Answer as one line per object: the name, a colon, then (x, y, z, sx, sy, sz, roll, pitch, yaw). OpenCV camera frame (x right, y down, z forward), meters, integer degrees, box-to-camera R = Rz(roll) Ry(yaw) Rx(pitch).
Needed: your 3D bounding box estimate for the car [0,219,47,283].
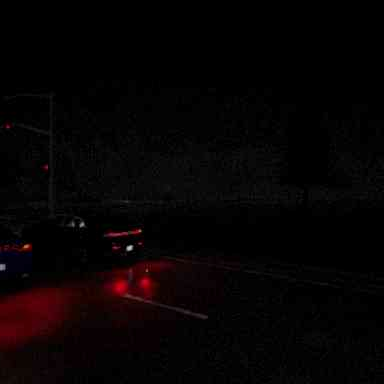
car: (-5.894, 1.348, 8.183, 5.008, 1.535, 1.882, 1, 1, 36)

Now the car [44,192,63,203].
car: (-20.169, 0.724, 50.885, 2.097, 1.767, 4.553, 1, 1, 35)

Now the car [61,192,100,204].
car: (-15.104, 1.068, 45.937, 1.895, 1.301, 4.718, 1, 1, 35)

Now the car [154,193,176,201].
car: (-4.829, 0.957, 60.643, 2.128, 1.511, 4.902, 1, 1, 35)

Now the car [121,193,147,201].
car: (-11.031, 0.917, 63.948, 2.033, 1.411, 5.357, 1, 1, 36)

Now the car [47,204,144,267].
car: (-3.759, 1.364, 10.959, 4.902, 1.511, 2.128, 1, 1, 36)
